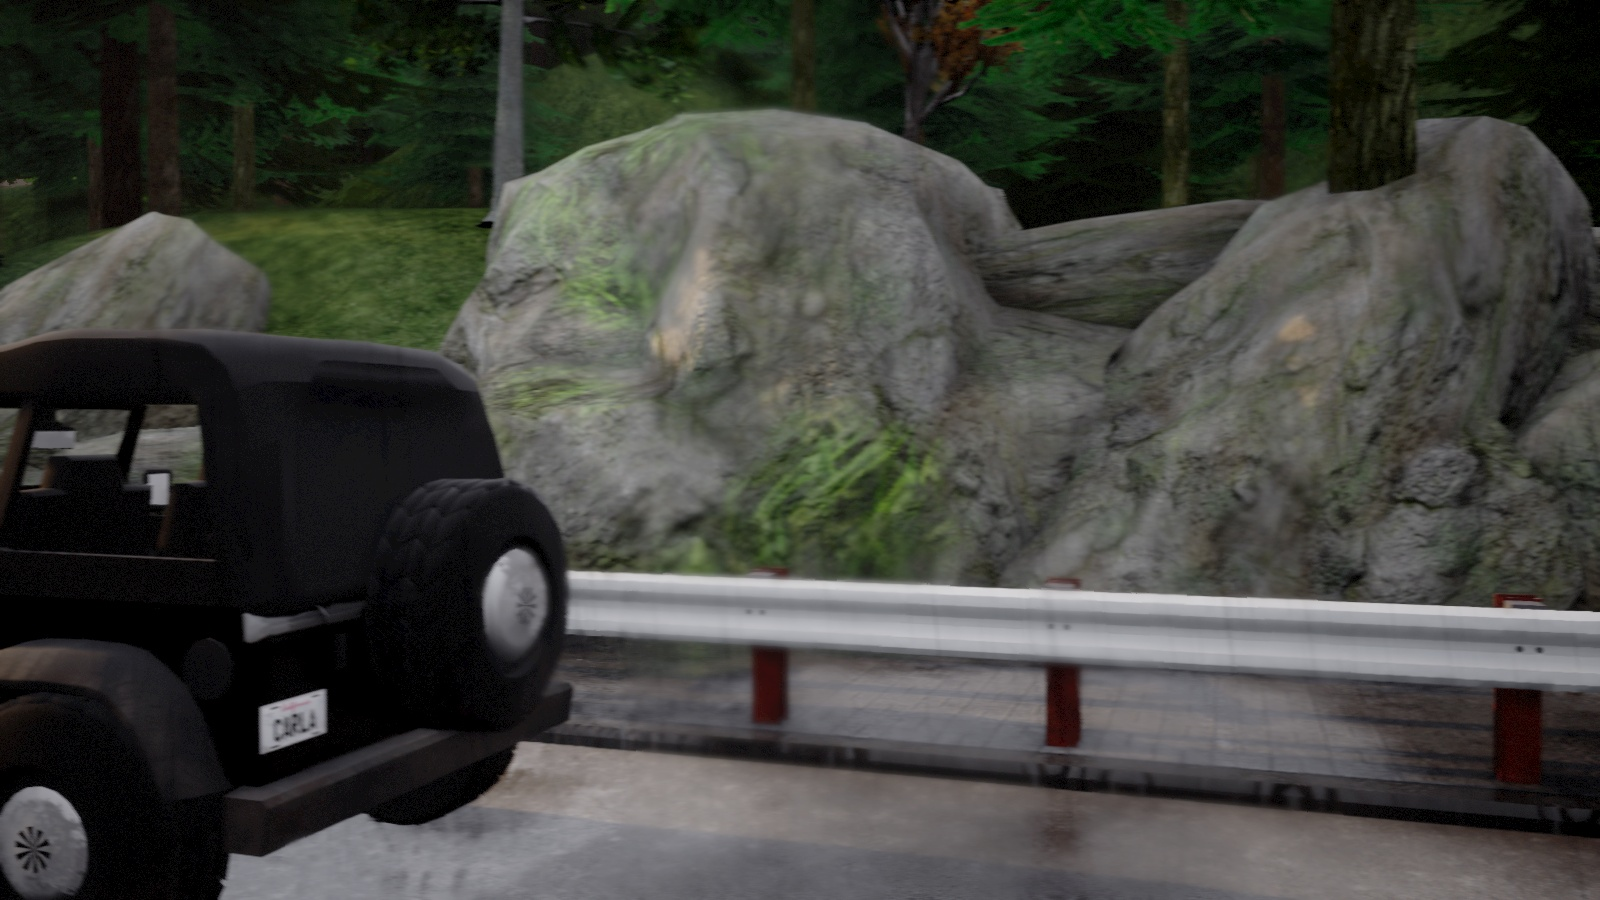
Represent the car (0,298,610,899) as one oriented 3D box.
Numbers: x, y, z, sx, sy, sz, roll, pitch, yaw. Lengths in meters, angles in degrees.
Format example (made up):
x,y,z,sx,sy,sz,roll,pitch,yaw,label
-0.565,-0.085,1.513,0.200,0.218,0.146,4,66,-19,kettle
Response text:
x,y,z,sx,sy,sz,roll,pitch,yaw,label
-2.891,0.523,4.691,3.866,1.878,1.905,1,1,19,car
